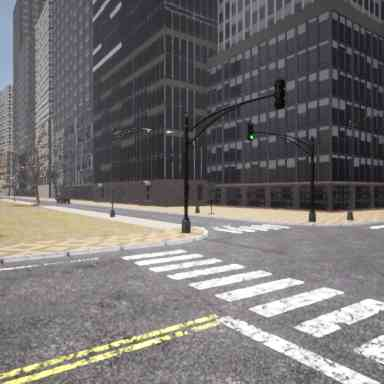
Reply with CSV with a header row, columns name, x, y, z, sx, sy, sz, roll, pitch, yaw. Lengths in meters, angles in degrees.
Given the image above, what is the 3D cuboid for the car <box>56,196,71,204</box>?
name,x,y,z,sx,sy,sz,roll,pitch,yaw
car,-24.713,1.505,63.735,1.837,1.490,4.892,0,0,-35
